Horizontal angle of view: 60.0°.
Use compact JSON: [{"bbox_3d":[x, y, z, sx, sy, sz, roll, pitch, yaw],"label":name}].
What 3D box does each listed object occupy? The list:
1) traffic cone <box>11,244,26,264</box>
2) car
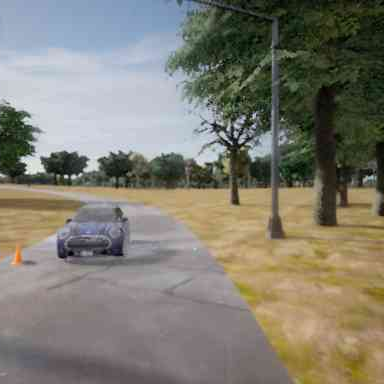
[{"bbox_3d":[-5.406,1.917,10.343,0.340,0.580,0.340,0,0,-5],"label":"traffic cone"},{"bbox_3d":[-3.478,1.287,12.464,2.097,1.767,4.553,0,1,-7],"label":"car"}]
